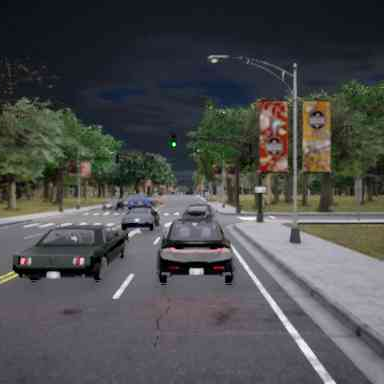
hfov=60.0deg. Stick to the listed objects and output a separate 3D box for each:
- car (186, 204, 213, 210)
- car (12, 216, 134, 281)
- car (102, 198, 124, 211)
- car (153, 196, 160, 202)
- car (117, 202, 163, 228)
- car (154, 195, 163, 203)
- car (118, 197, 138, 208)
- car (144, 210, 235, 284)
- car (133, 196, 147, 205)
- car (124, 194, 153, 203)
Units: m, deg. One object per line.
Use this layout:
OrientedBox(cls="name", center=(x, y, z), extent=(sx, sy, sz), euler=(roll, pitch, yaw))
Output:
OrientedBox(cls="car", center=(0.537, 1.514, 20.945), extent=(1.837, 1.490, 4.892), euler=(0, 0, 7))
OrientedBox(cls="car", center=(-3.150, 1.604, 9.793), extent=(1.895, 1.301, 4.718), euler=(0, 0, 0))
OrientedBox(cls="car", center=(-9.826, 1.518, 41.839), extent=(2.128, 1.511, 4.902), euler=(0, 0, 2))
OrientedBox(cls="car", center=(-6.578, 1.637, 51.304), extent=(1.895, 1.301, 4.718), euler=(0, 0, 0))
OrientedBox(cls="car", center=(-3.150, 1.573, 21.011), extent=(1.994, 1.385, 4.181), euler=(0, 0, 0))
OrientedBox(cls="car", center=(-6.525, 1.401, 61.843), extent=(2.097, 1.767, 4.553), euler=(0, 0, 0))
OrientedBox(cls="car", center=(-9.828, 1.527, 51.390), extent=(2.128, 1.511, 4.902), euler=(0, 0, 0))
OrientedBox(cls="car", center=(0.098, 1.495, 9.582), extent=(2.128, 1.511, 4.902), euler=(0, 0, 0))
OrientedBox(cls="car", center=(-9.766, 1.555, 62.373), extent=(1.837, 1.490, 4.892), euler=(0, 0, 1))
OrientedBox(cls="car", center=(-6.584, 1.248, 41.495), extent=(2.150, 2.045, 5.566), euler=(0, 0, 0))
